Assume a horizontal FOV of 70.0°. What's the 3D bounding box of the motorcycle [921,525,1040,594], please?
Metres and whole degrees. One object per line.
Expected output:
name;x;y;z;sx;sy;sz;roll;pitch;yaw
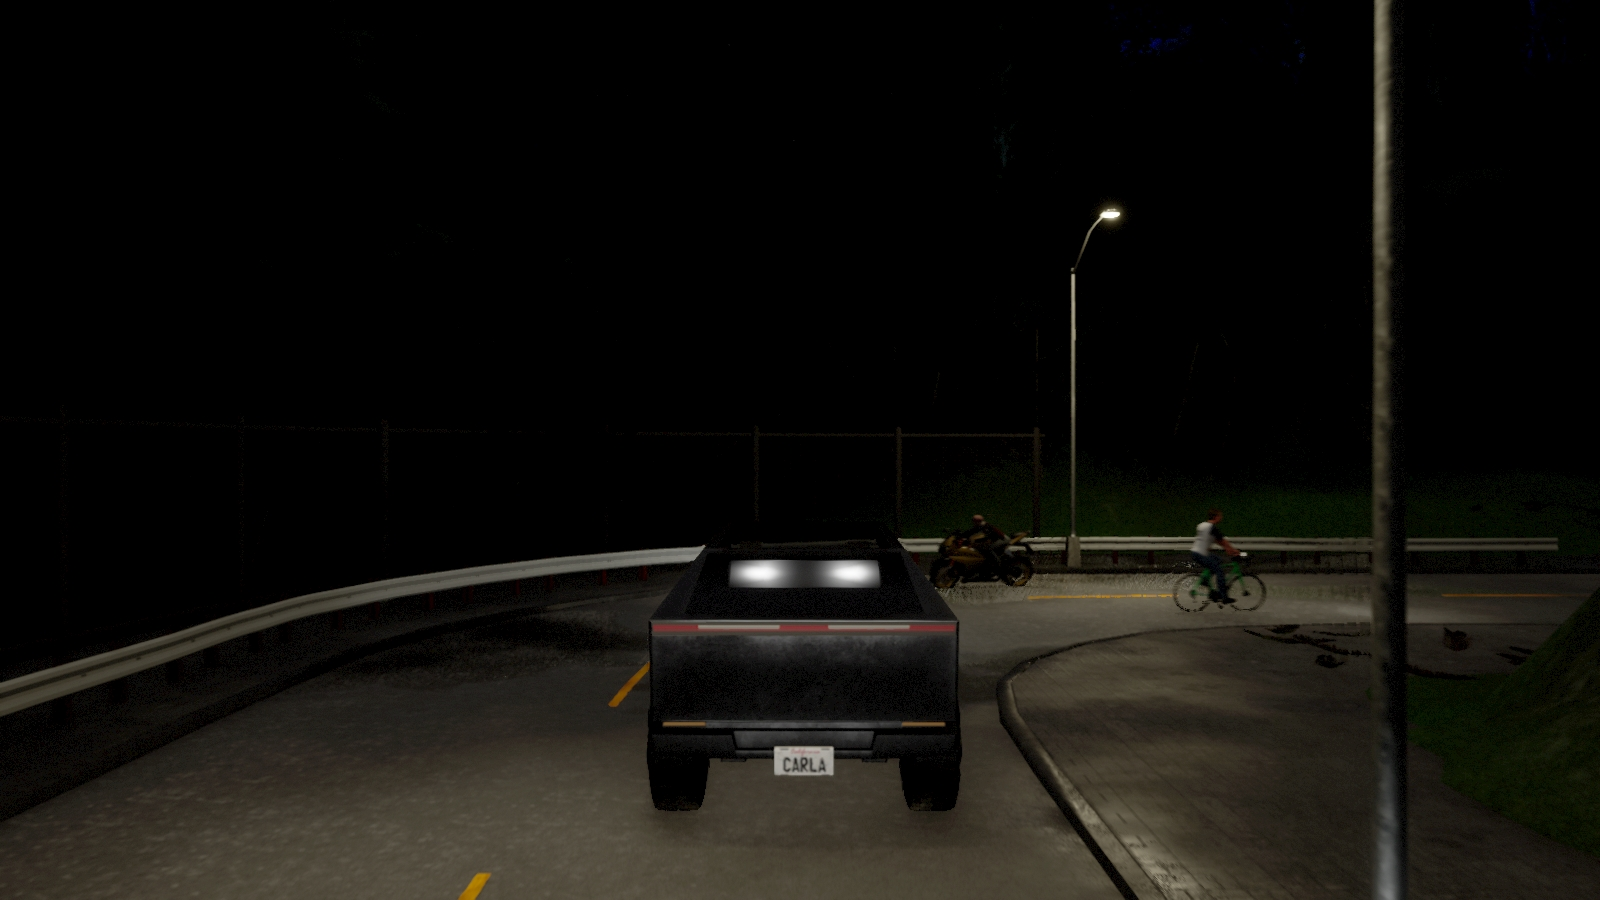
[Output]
motorcycle;3.644;2.206;23.150;2.209;1.251;0.867;0;2;-13

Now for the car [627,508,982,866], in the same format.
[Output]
car;0.039;1.753;10.829;2.390;2.098;6.274;0;0;0
